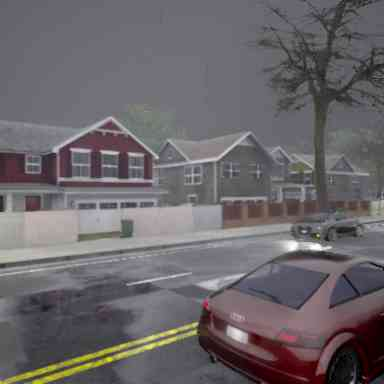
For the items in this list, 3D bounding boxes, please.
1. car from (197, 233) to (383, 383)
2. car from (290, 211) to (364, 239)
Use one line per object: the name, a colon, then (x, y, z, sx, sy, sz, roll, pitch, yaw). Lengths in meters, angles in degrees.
car: (2.126, 1.600, 5.018, 4.181, 1.385, 1.994, 0, -1, -37)
car: (6.906, 1.674, 16.945, 4.181, 1.385, 1.994, 0, -1, -37)
